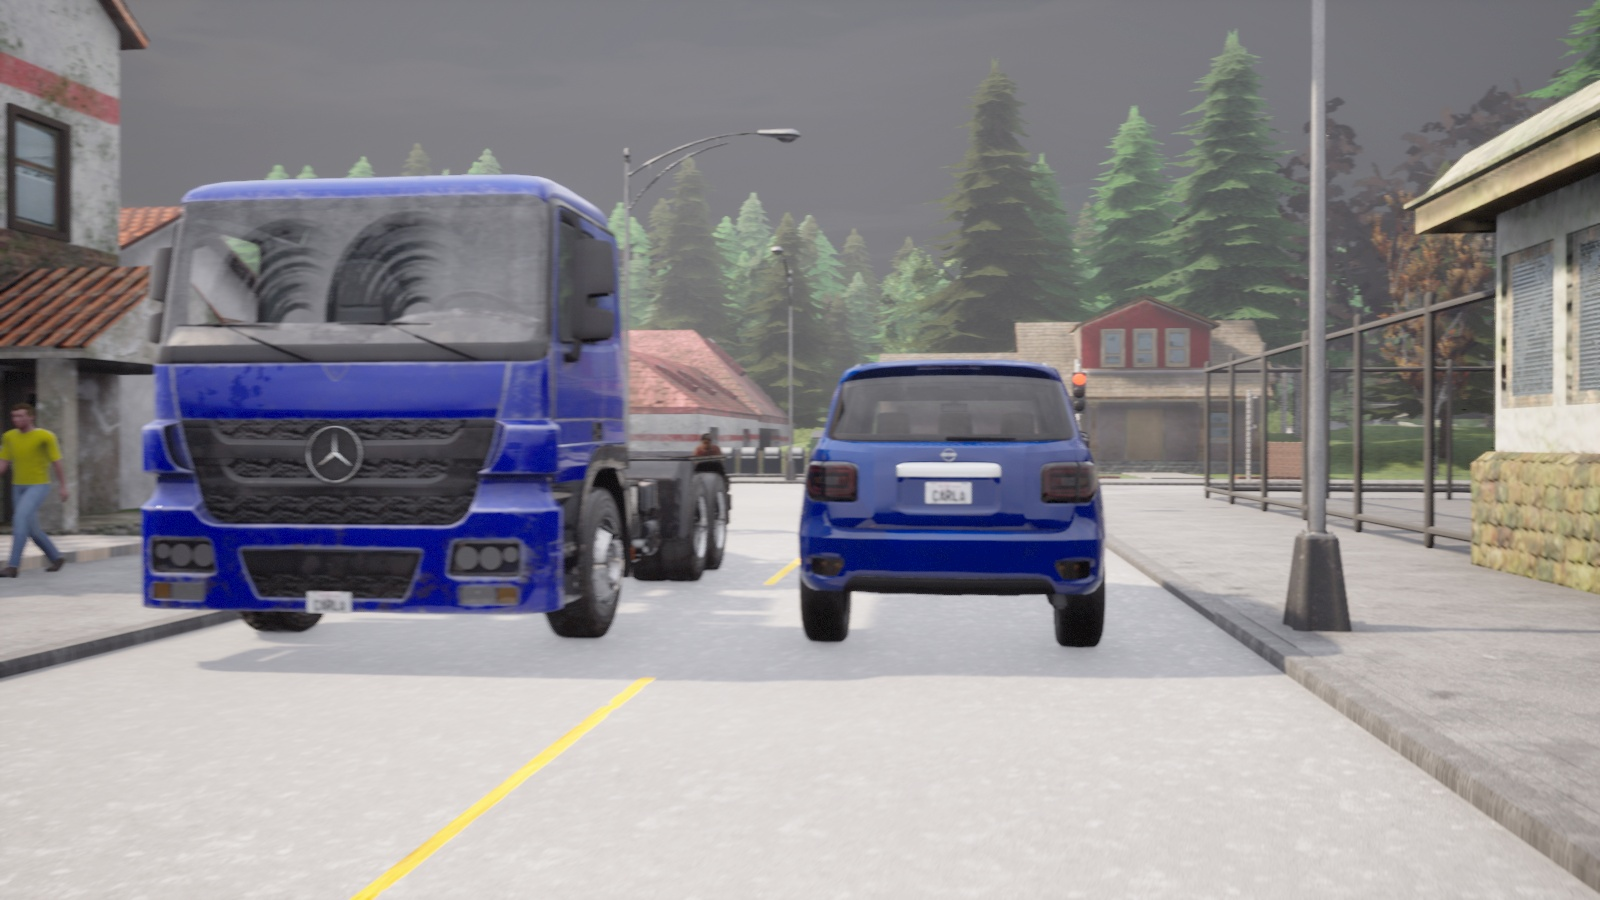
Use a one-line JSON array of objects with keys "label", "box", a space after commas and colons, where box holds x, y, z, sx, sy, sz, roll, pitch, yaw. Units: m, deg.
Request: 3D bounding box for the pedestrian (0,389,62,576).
[{"label": "pedestrian", "box": [-7.878, 0.315, 12.691, 0.354, 1.836, 0.706, 0, 0, 8]}]

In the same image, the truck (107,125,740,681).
[{"label": "truck", "box": [-2.616, -0.323, 11.922, 2.891, 3.462, 7.936, 0, 0, 6]}]

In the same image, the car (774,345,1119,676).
[{"label": "car", "box": [1.264, 0.387, 10.665, 2.150, 2.045, 5.566, 0, 0, 7]}]
